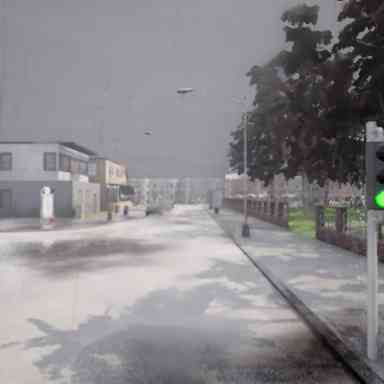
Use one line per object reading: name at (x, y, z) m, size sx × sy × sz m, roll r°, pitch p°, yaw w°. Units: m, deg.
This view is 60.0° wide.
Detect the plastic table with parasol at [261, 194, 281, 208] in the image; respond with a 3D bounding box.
plastic table with parasol at (14.640, 1.594, 61.487) m, size 2.482 × 2.480 × 2.482 m, roll -3°, pitch 2°, yaw -42°

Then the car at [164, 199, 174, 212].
car at (-4.085, 1.871, 47.668) m, size 2.097 × 1.767 × 4.553 m, roll 0°, pitch -1°, yaw 0°

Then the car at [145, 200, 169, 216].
car at (-4.093, 1.957, 37.564) m, size 2.033 × 1.411 × 5.357 m, roll 0°, pitch -1°, yaw 0°
